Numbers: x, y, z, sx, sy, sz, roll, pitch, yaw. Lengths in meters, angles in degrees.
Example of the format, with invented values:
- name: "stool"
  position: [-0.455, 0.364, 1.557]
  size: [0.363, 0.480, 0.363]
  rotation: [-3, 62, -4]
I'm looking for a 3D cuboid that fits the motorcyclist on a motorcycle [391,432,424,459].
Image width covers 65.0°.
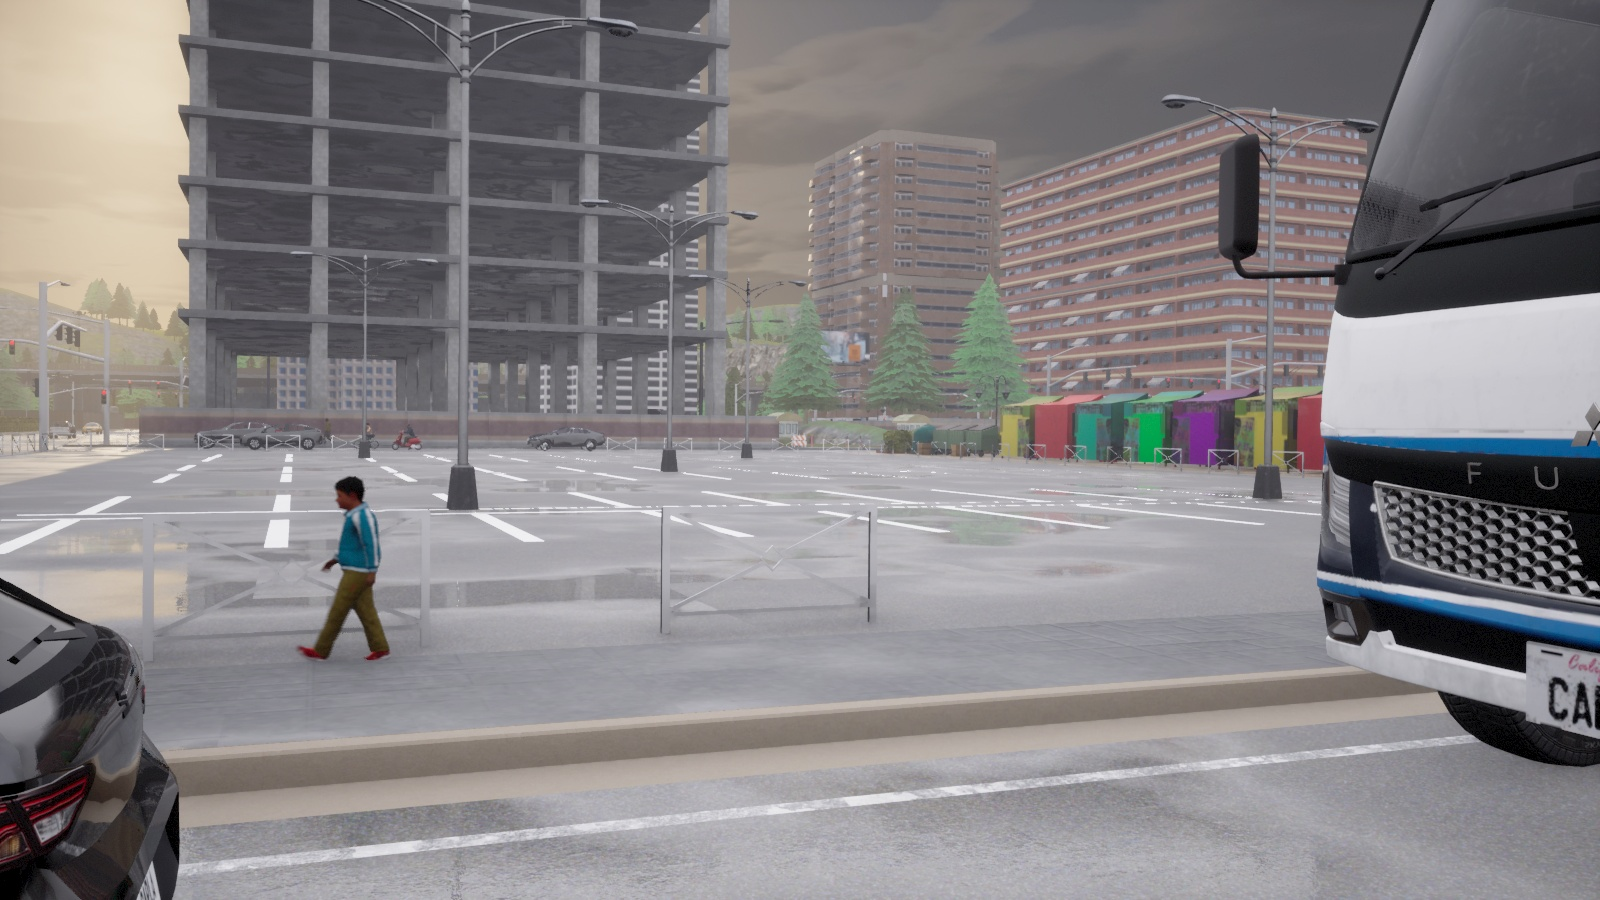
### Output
- name: "motorcyclist on a motorcycle"
  position: [-23.535, -0.275, 75.304]
  size: [1.817, 1.590, 0.866]
  rotation: [-1, 1, -22]

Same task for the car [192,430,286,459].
- name: "car"
  position: [-33.451, -0.338, 75.023]
  size: [5.027, 1.651, 2.152]
  rotation: [-1, 1, -22]

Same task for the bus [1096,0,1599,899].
- name: "bus"
  position: [6.891, -0.747, 5.803]
  size: [10.273, 4.253, 3.944]
  rotation: [-1, 1, -20]

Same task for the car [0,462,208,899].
- name: "car"
  position: [-3.322, 0.815, 1.970]
  size: [4.193, 1.474, 1.816]
  rotation: [-1, 1, -21]

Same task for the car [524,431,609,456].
- name: "car"
  position: [-14.696, -0.426, 78.923]
  size: [4.902, 1.511, 2.128]
  rotation: [-1, 1, -22]

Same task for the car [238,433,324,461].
- name: "car"
  position: [-29.989, -0.169, 72.661]
  size: [4.514, 1.525, 2.007]
  rotation: [-1, 1, -22]

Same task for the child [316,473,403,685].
- name: "child"
  position: [-2.602, 0.744, 7.416]
  size: [0.448, 1.192, 0.343]
  rotation: [-1, 1, -22]
